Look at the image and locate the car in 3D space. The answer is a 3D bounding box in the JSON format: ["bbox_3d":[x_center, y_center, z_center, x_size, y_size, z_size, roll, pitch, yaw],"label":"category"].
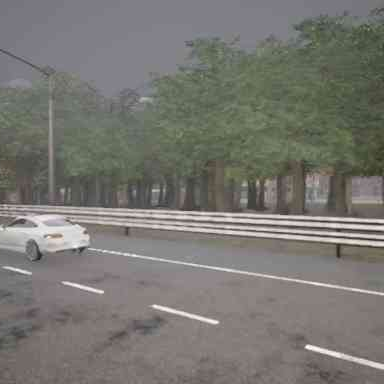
[{"bbox_3d":[-5.713,1.546,12.256,4.674,1.442,1.812,0,0,36],"label":"car"}]
